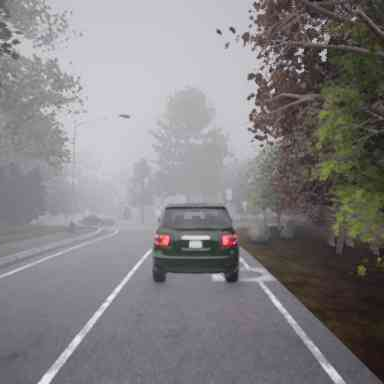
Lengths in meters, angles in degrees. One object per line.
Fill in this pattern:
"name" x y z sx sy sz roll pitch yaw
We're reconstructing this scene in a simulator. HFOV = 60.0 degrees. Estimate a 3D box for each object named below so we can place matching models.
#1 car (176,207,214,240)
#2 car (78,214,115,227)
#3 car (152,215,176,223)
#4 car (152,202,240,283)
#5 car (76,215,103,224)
"car" 0.232 1.846 20.406 2.097 1.767 4.553 0 -3 2
"car" -11.021 3.342 39.357 5.008 1.535 1.882 -4 -7 44
"car" -5.923 5.746 70.743 4.892 1.490 1.837 2 -5 -13
"car" 0.105 1.328 10.128 2.150 2.045 5.566 0 -1 0
"car" -18.452 5.040 60.211 1.837 1.490 4.892 -2 -6 23
